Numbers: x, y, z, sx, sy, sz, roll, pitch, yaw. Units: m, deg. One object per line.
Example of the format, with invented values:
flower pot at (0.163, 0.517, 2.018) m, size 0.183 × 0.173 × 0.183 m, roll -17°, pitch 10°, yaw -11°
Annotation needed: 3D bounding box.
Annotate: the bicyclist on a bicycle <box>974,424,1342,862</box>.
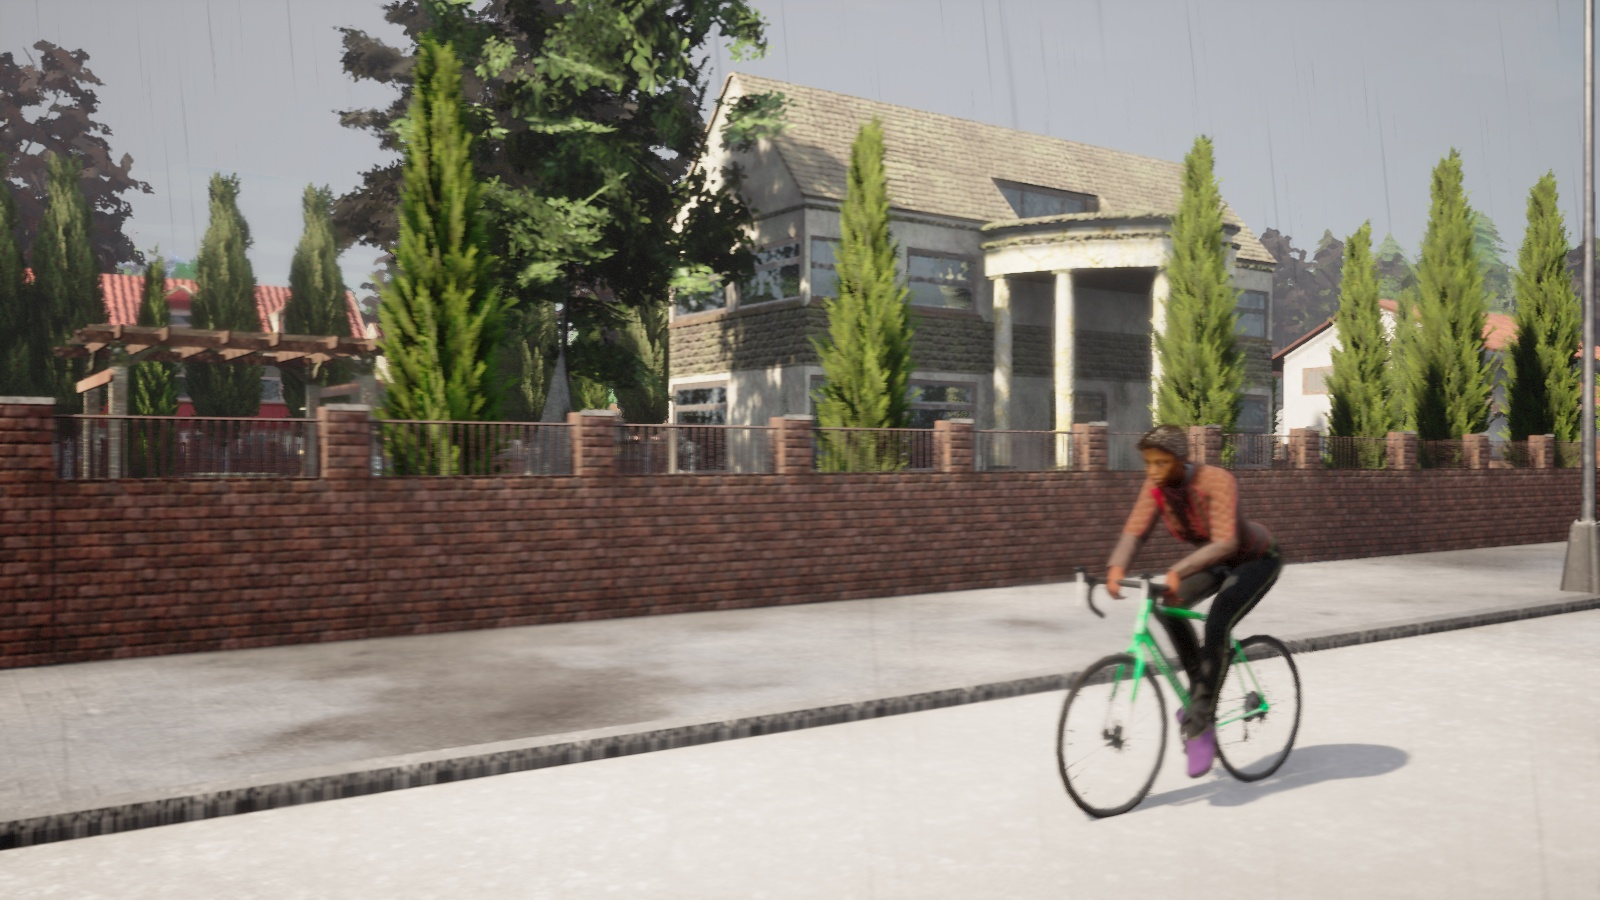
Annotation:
bicyclist on a bicycle at (1.563, 0.708, 5.356) m, size 1.656 × 1.620 × 0.582 m, roll 0°, pitch 0°, yaw -35°
